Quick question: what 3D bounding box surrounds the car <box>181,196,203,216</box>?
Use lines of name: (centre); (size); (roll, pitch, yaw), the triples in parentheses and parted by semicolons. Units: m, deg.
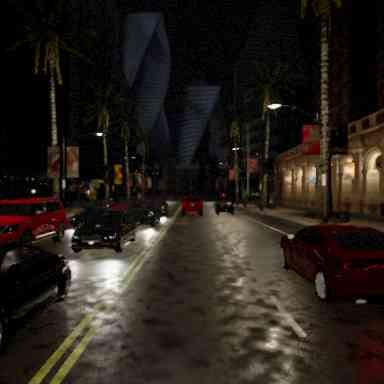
car: (0.011, 1.401, 35.690); (2.150, 2.045, 5.566); (0, 0, -1)

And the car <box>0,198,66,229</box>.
car: (-7.086, 1.292, 13.887); (2.150, 2.045, 5.566); (0, 0, 0)

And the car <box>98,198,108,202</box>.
car: (-10.120, 1.549, 38.683); (2.185, 1.767, 4.553); (0, 0, -1)

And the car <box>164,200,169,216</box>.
car: (-3.543, 1.524, 34.165); (2.097, 1.767, 4.553); (0, 0, 0)

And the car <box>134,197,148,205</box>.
car: (-10.427, 1.823, 68.056); (2.231, 1.521, 4.892); (0, 0, -1)

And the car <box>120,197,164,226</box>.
car: (-3.525, 1.474, 24.139); (2.097, 1.767, 4.553); (0, 0, 1)

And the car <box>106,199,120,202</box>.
car: (-7.040, 1.651, 34.545); (1.882, 1.535, 5.008); (0, 0, 0)

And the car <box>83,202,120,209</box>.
car: (-7.025, 1.669, 24.187); (2.033, 1.411, 5.357); (0, 0, 1)

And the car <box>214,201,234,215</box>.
car: (3.505, 1.676, 36.544); (2.128, 1.511, 4.902); (0, 0, 0)

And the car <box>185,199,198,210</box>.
car: (-0.105, 1.745, 47.476); (1.837, 1.490, 4.892); (0, 0, 0)

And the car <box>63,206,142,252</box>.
car: (-3.584, 1.577, 14.278); (1.837, 1.490, 4.892); (0, 0, 0)

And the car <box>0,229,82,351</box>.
car: (-3.598, 1.593, 5.568); (1.994, 1.385, 4.181); (0, 0, 0)

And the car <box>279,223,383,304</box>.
car: (3.600, 1.520, 8.300); (1.882, 1.535, 5.008); (0, 0, 0)
